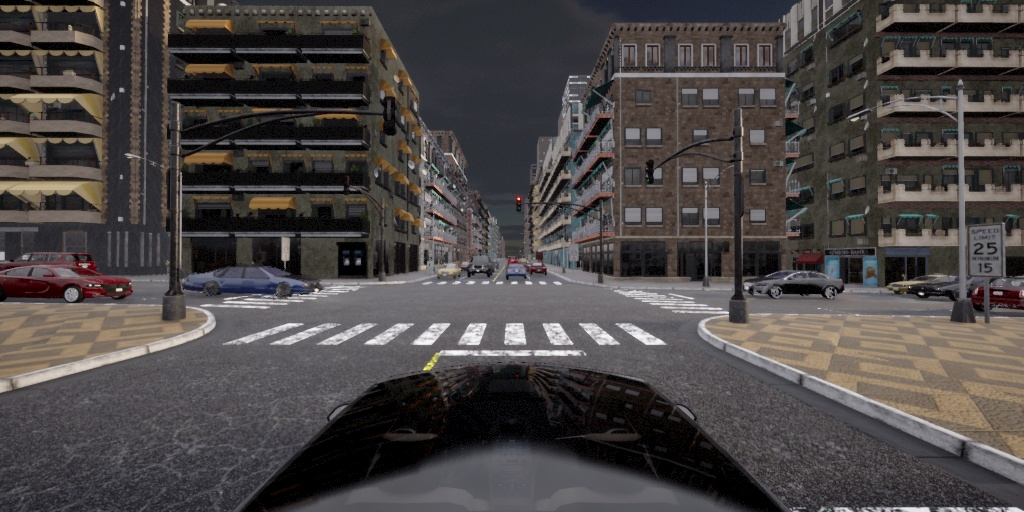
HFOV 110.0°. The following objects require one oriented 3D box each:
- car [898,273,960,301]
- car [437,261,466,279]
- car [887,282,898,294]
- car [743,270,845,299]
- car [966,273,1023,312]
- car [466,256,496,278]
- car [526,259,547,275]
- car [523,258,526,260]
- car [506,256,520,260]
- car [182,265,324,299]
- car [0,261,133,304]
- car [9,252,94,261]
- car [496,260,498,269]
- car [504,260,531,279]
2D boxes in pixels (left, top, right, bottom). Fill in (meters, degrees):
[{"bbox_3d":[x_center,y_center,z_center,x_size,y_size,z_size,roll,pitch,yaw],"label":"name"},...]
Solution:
[{"bbox_3d":[25.182,1.733,19.739,5.357,1.411,2.033,1,-1,0],"label":"car"},{"bbox_3d":[-5.660,1.283,32.626,1.751,1.417,4.829,0,0,0],"label":"car"},{"bbox_3d":[26.266,1.756,22.300,4.829,1.417,1.751,0,0,0],"label":"car"},{"bbox_3d":[15.323,1.523,19.678,4.902,1.511,2.128,1,-1,-1],"label":"car"},{"bbox_3d":[20.846,1.501,13.950,4.097,1.591,1.967,0,0,0],"label":"car"},{"bbox_3d":[-3.068,0.980,35.202,2.150,2.045,5.566,0,0,0],"label":"car"},{"bbox_3d":[2.726,1.305,38.297,1.888,1.381,4.507,0,0,0],"label":"car"},{"bbox_3d":[2.731,1.201,43.821,1.967,1.591,4.097,0,0,0],"label":"car"},{"bbox_3d":[0.159,0.991,64.525,2.150,2.045,5.566,0,0,0],"label":"car"},{"bbox_3d":[-11.809,1.144,16.591,5.357,1.411,2.033,2,-1,-4],"label":"car"},{"bbox_3d":[-17.251,1.011,13.664,4.507,1.381,1.888,0,0,0],"label":"car"},{"bbox_3d":[-28.627,0.686,21.969,5.009,1.841,2.192,0,0,0],"label":"car"},{"bbox_3d":[-3.057,1.266,45.241,1.837,1.490,4.892,0,0,0],"label":"car"},{"bbox_3d":[0.291,1.305,32.877,2.033,1.411,5.357,0,0,-2],"label":"car"}]
